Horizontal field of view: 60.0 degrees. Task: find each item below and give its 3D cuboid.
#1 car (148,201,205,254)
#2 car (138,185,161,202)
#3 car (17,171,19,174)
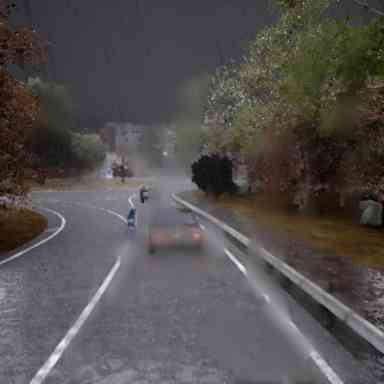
[{"bbox_3d":[-0.658,1.315,12.491,2.033,1.411,5.357,-1,2,-5],"label":"car"},{"bbox_3d":[-4.058,0.068,32.050,2.128,1.511,4.902,-1,5,-11],"label":"car"},{"bbox_3d":[-36.991,-3.585,69.959,1.812,1.442,4.674,4,6,39],"label":"car"}]
